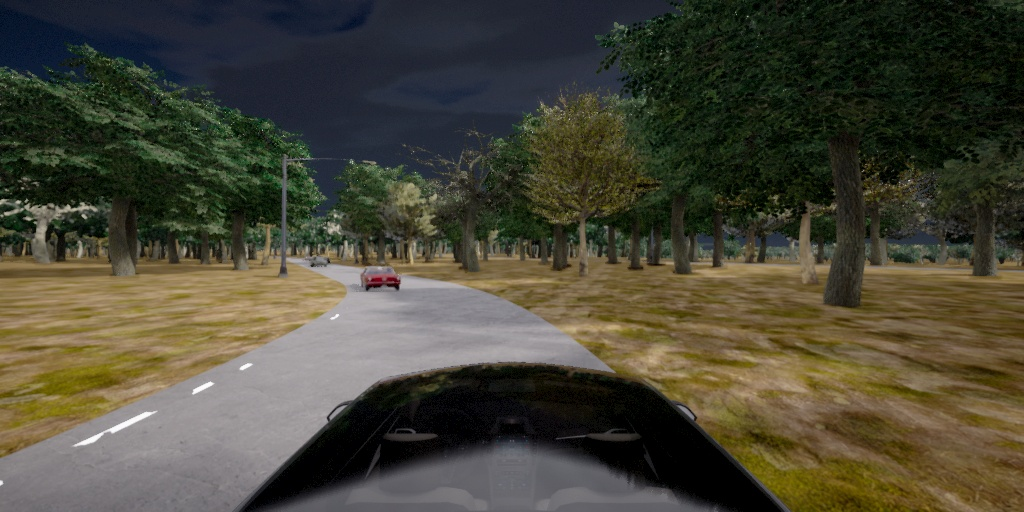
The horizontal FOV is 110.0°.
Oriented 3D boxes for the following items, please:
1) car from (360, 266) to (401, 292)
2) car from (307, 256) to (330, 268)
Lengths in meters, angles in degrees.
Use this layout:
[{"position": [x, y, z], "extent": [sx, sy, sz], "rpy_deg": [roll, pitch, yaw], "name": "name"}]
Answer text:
[{"position": [-7.825, 1.302, 21.227], "extent": [1.895, 1.301, 4.718], "rpy_deg": [0, 0, -26], "name": "car"}, {"position": [-29.812, 0.854, 55.333], "extent": [2.097, 1.767, 4.553], "rpy_deg": [1, 0, -33], "name": "car"}]
